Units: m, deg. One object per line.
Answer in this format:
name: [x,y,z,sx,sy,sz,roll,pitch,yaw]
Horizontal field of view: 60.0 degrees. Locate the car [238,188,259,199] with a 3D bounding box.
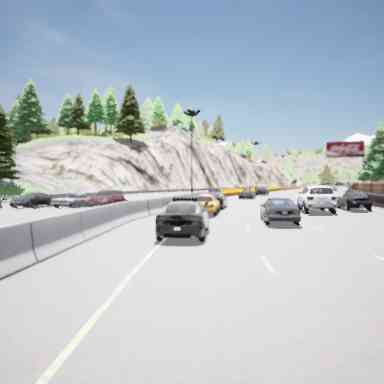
car: [8.001,0.321,48.023,1.994,1.385,4.181,1,2,19]

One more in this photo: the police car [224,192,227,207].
police car: [2.062,0.652,29.817,1.930,1.638,5.238,0,2,11]

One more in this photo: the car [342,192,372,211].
car: [13.726,0.775,28.253,1.837,1.490,4.892,0,1,12]

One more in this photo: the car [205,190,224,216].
car: [1.018,0.828,24.153,1.801,1.575,5.366,0,1,9]

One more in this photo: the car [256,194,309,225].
car: [5.046,1.045,19.352,2.033,1.411,5.357,0,1,8]

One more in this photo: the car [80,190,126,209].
car: [-7.601,0.583,29.522,2.097,1.767,4.553,0,2,11]

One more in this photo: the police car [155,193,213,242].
police car: [-0.277,1.049,14.425,1.930,1.638,5.238,0,1,6]

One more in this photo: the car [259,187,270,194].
car: [12.929,-0.067,60.829,1.837,1.490,4.892,1,2,24]

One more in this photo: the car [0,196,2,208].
car: [-18.485,0.612,28.278,2.097,1.767,4.553,0,1,10]

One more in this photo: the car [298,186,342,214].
car: [9.705,0.546,26.082,2.150,2.045,5.566,0,1,11]

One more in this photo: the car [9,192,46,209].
car: [-14.547,0.729,30.526,1.812,1.442,4.674,0,1,11]

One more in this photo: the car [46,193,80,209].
car: [-10.955,0.797,30.822,1.895,1.301,4.718,0,2,11]
